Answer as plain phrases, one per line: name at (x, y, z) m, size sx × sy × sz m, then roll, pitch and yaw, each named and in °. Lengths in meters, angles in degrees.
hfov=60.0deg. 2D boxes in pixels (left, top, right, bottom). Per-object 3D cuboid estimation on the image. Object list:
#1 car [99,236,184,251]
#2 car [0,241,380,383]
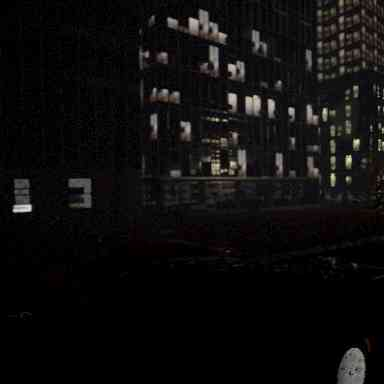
car at (-0.974, 1.532, 5.890) m, size 4.507 × 1.381 × 1.887 m, roll 0°, pitch -1°, yaw -36°
car at (-0.077, 1.468, 3.330) m, size 5.008 × 1.535 × 1.882 m, roll 0°, pitch 0°, yaw -36°
